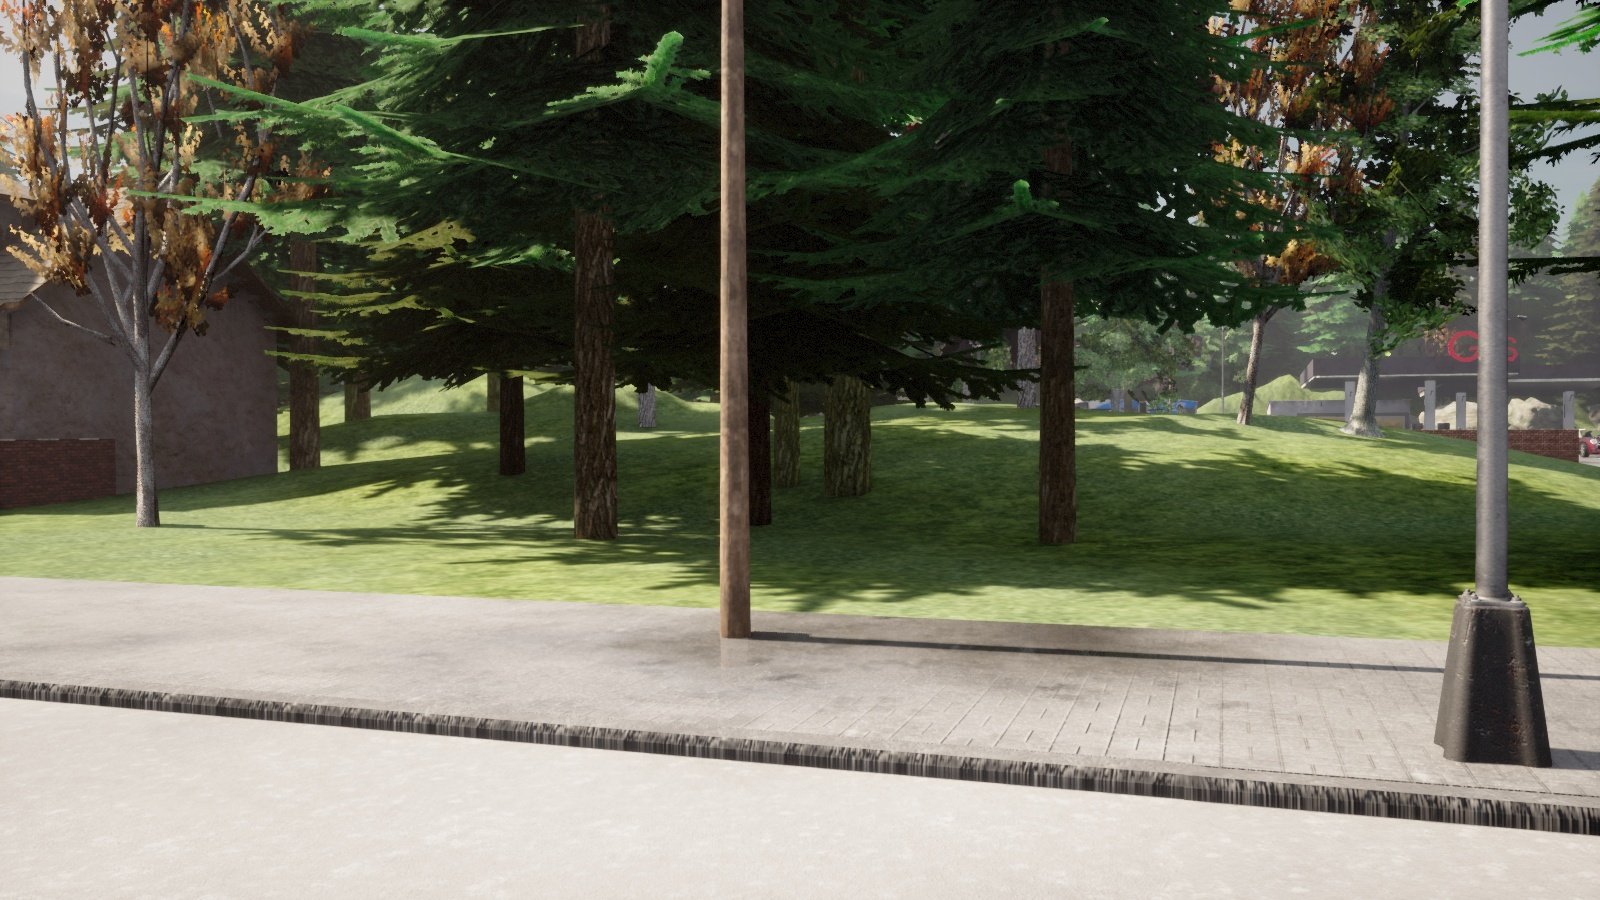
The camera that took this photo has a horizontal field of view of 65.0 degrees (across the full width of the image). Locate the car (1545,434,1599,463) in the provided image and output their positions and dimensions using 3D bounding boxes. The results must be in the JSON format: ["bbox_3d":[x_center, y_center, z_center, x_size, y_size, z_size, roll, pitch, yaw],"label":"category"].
[{"bbox_3d":[40.964,-0.101,65.411,1.970,1.475,3.806,0,1,-1],"label":"car"}]
